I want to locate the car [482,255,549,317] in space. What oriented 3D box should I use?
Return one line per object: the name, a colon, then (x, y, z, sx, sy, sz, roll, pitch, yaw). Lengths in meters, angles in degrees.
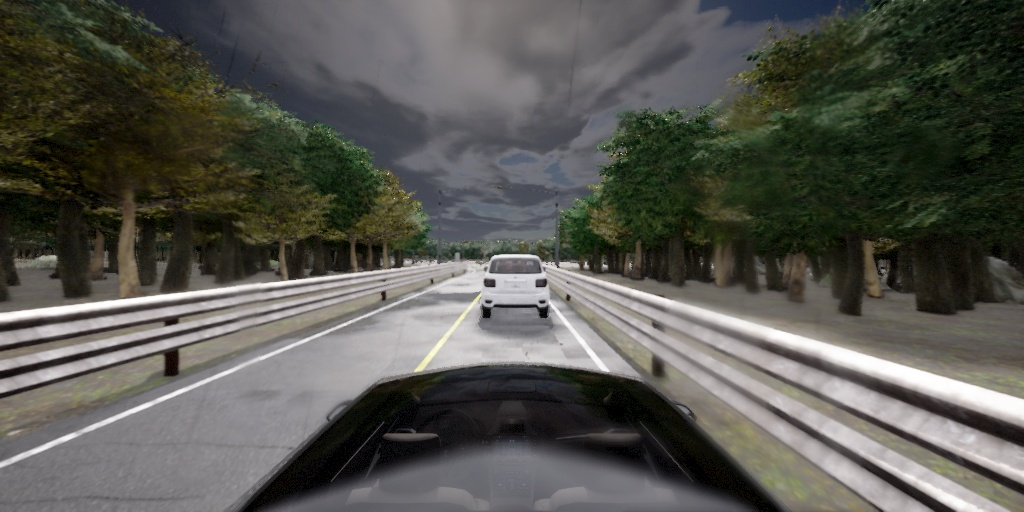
car: (0.107, 0.978, 13.310, 2.150, 2.045, 5.566, 0, 0, 0)
